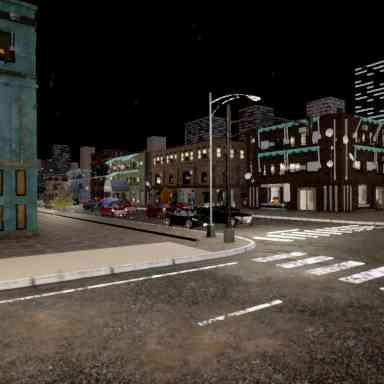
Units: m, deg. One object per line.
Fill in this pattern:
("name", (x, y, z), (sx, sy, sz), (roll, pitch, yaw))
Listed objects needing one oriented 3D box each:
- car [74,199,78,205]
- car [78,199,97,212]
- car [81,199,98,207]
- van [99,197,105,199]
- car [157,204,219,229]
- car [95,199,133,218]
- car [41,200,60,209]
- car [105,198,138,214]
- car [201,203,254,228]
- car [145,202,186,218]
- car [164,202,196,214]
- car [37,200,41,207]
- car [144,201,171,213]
("car", (-27.066, 2.364, 76.152), (1.947, 1.339, 4.313), (-1, 0, -35))
("car", (-14.256, 2.083, 48.152), (2.033, 1.411, 5.357), (-1, 0, -35))
("car", (-20.666, 2.228, 67.120), (1.887, 1.381, 4.507), (-1, 0, -35))
("van", (-14.270, 1.907, 58.087), (1.690, 1.788, 3.998), (-1, 0, -35))
("car", (-0.377, 1.815, 23.783), (1.947, 1.339, 4.313), (-1, 0, -35))
("car", (-8.304, 1.846, 35.175), (1.967, 1.590, 4.097), (-1, 0, -35))
("car", (-24.204, 2.233, 57.618), (1.752, 1.417, 4.829), (-1, 0, -35))
("car", (-8.256, 1.772, 39.615), (2.097, 1.767, 4.553), (-1, 0, -35))
("car", (2.451, 1.735, 24.506), (1.812, 1.442, 4.674), (-1, 0, -37))
("car", (-2.836, 1.878, 31.966), (1.994, 1.385, 4.181), (-1, 0, -35))
("car", (-1.464, 1.904, 40.023), (1.802, 1.307, 4.206), (-2, 0, -35))
("car", (-30.703, 2.376, 66.790), (2.008, 1.369, 4.403), (-1, 0, -35))
("car", (-4.663, 1.966, 44.539), (1.802, 1.307, 4.206), (-2, 0, -35))
